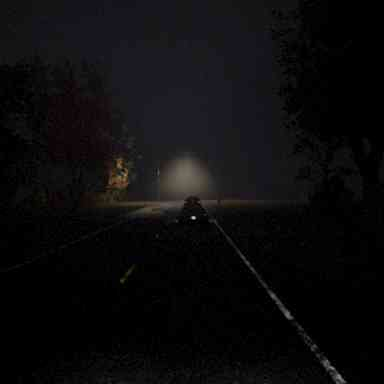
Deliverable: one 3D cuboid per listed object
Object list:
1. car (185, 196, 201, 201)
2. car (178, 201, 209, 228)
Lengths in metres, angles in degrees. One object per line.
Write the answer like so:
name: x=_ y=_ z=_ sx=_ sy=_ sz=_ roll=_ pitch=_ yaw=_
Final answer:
car: x=0.091 y=1.353 z=43.246 sx=2.097 sy=1.767 sz=4.553 roll=0 pitch=0 yaw=0
car: x=0.095 y=1.549 z=22.328 sx=1.994 sy=1.385 sz=4.181 roll=0 pitch=0 yaw=0
